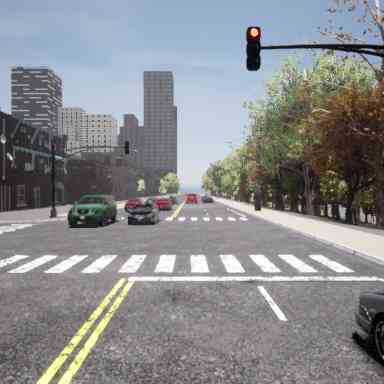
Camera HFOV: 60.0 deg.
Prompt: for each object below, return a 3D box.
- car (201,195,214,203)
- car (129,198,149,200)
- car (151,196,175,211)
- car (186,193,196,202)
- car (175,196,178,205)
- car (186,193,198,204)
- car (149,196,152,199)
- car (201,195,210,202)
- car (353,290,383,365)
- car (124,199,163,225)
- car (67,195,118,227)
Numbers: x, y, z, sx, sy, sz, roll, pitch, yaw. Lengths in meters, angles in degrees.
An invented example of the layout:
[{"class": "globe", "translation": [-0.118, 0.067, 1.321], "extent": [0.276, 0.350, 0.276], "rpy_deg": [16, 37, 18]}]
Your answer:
[{"class": "car", "translation": [3.233, 1.539, 65.852], "extent": [1.994, 1.385, 4.181], "rpy_deg": [0, 0, 0]}, {"class": "car", "translation": [-6.672, 1.464, 39.217], "extent": [1.882, 1.535, 5.008], "rpy_deg": [0, 0, 0]}, {"class": "car", "translation": [-3.423, 1.464, 40.284], "extent": [1.882, 1.535, 5.008], "rpy_deg": [0, 0, 0]}, {"class": "car", "translation": [-0.136, 1.195, 75.692], "extent": [2.150, 2.045, 5.566], "rpy_deg": [0, 0, 0]}, {"class": "car", "translation": [-3.438, 1.484, 58.215], "extent": [1.837, 1.490, 4.892], "rpy_deg": [0, 0, 0]}, {"class": "car", "translation": [-0.020, 1.197, 65.156], "extent": [2.150, 2.045, 5.566], "rpy_deg": [0, 0, 0]}, {"class": "car", "translation": [-6.688, 1.470, 57.285], "extent": [2.128, 1.511, 4.902], "rpy_deg": [0, 0, 0]}, {"class": "car", "translation": [3.114, 1.447, 75.880], "extent": [1.882, 1.535, 5.008], "rpy_deg": [0, 0, 0]}, {"class": "car", "translation": [3.345, 1.547, 2.535], "extent": [2.033, 1.411, 5.357], "rpy_deg": [0, 0, 0]}, {"class": "car", "translation": [-3.393, 1.501, 23.908], "extent": [1.837, 1.490, 4.892], "rpy_deg": [0, -1, 0]}, {"class": "car", "translation": [-6.643, 1.218, 22.905], "extent": [2.150, 2.045, 5.566], "rpy_deg": [0, 0, 0]}]
